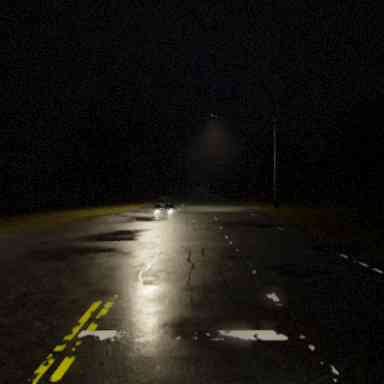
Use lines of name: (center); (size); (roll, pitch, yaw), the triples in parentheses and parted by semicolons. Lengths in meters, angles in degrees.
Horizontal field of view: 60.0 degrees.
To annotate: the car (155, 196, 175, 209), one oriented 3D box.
car: (-3.078, 1.163, 38.039); (1.812, 1.442, 4.674); (0, 1, 2)
